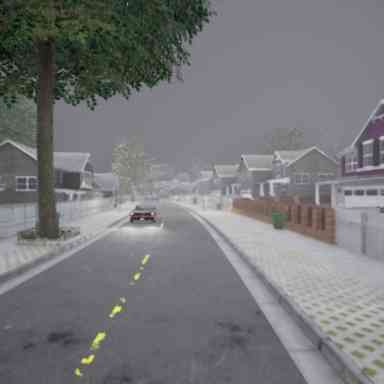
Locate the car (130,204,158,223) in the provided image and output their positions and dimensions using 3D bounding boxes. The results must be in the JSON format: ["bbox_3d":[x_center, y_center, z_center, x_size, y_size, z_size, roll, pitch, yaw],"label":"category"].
[{"bbox_3d":[-3.598,1.603,25.462,1.895,1.301,4.718,0,0,-3],"label":"car"}]

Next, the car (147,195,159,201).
[{"bbox_3d":[-10.326,1.633,91.792,2.097,1.767,4.553,0,-1,-13],"label":"car"}]
